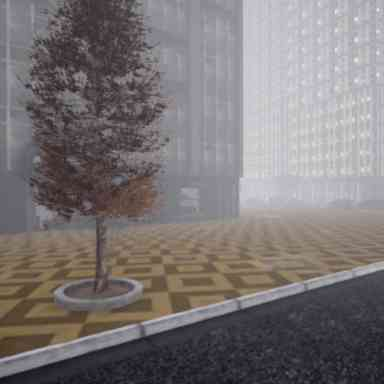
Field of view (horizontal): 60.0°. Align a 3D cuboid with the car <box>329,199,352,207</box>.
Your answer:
[{"bbox_3d":[25.131,1.788,56.068,1.947,1.339,4.313,-1,0,-23],"label":"car"}]

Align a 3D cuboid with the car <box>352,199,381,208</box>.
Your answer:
[{"bbox_3d":[27.372,1.697,50.909,1.947,1.339,4.313,-1,0,-23],"label":"car"}]

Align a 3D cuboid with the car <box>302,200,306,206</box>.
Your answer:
[{"bbox_3d":[19.202,1.919,63.000,2.033,1.411,5.357,0,-1,-23],"label":"car"}]

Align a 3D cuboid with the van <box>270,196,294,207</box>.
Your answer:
[{"bbox_3d":[15.199,1.675,57.890,1.690,1.788,3.998,-1,0,-23],"label":"van"}]

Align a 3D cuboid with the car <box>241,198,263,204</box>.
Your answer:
[{"bbox_3d":[13.923,1.965,75.151,2.033,1.411,5.357,0,-1,-23],"label":"car"}]

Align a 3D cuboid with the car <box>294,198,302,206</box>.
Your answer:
[{"bbox_3d":[17.112,1.875,60.169,1.812,1.442,4.674,0,-1,-23],"label":"car"}]

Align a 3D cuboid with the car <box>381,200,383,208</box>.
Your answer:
[{"bbox_3d":[24.166,1.521,37.251,2.008,1.369,4.403,-1,0,-23],"label":"car"}]
